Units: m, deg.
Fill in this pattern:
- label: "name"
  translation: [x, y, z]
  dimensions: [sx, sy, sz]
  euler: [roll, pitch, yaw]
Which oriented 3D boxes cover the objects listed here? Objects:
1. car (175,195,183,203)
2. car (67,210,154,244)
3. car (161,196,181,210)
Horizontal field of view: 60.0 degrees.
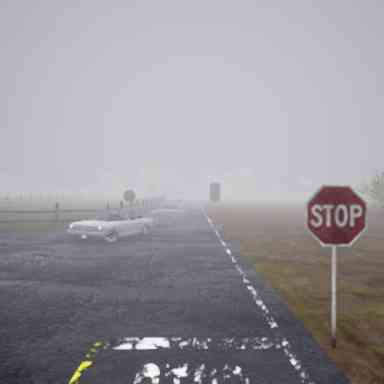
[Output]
- label: "car"
  translation: [-2.829, 1.399, 67.807]
  dimensions: [1.882, 1.535, 5.008]
  euler: [0, 1, 0]
- label: "car"
  translation: [-3.681, 1.563, 15.914]
  dimensions: [1.895, 1.301, 4.718]
  euler: [1, 0, 21]
- label: "car"
  translation: [-2.799, 1.556, 42.504]
  dimensions: [1.994, 1.385, 4.181]
  euler: [0, 1, 0]
